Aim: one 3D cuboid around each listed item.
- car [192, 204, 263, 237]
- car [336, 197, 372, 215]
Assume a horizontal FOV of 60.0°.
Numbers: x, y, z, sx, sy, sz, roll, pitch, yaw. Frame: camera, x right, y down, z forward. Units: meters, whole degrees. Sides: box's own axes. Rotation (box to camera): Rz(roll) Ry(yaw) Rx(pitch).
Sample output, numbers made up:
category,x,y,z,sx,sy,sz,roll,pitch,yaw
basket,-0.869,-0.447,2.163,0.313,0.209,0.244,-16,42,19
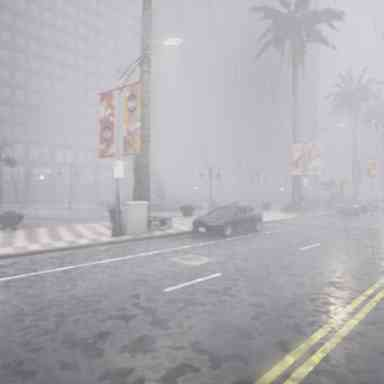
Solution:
category,x,y,z,sx,sy,sz,roll,pitch,yaw
car,2.048,1.430,17.873,2.161,1.482,4.786,1,0,41
car,16.565,1.371,34.314,2.185,1.767,4.553,1,0,41
